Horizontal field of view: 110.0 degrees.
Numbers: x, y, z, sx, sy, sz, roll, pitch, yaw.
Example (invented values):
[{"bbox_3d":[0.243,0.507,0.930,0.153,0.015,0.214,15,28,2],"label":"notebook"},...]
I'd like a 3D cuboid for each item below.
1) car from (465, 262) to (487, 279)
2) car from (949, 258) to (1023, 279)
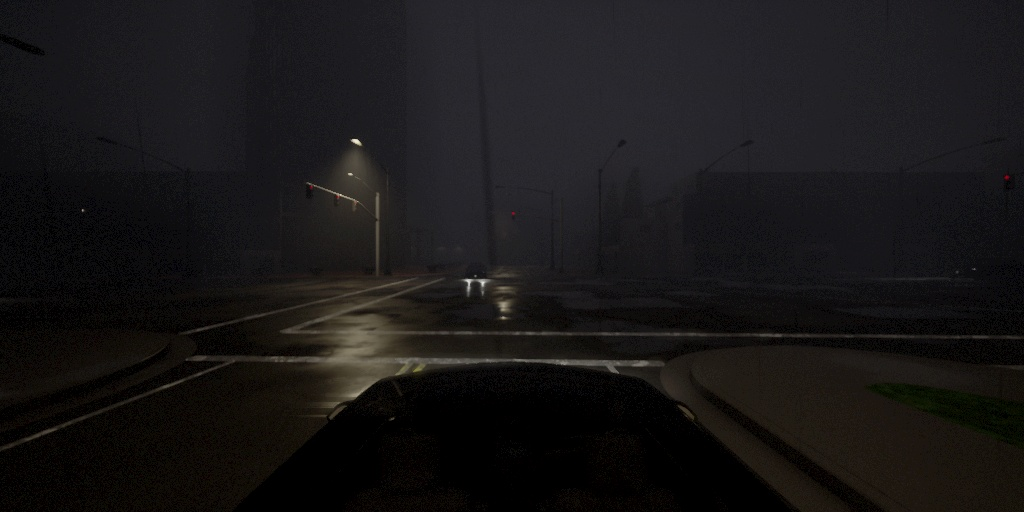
[{"bbox_3d":[-3.251,1.286,32.747,2.033,1.411,5.357,0,0,-4],"label":"car"},{"bbox_3d":[37.792,0.956,28.467,4.902,1.511,2.128,-1,0,0],"label":"car"}]
